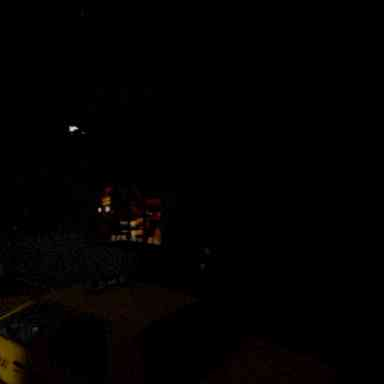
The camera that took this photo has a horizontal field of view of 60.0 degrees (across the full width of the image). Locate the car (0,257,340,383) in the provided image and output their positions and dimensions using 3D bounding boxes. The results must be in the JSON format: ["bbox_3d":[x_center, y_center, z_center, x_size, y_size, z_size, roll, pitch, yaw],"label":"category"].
[{"bbox_3d":[-1.044,1.525,3.476,4.829,1.417,1.752,0,-1,36],"label":"car"}]
